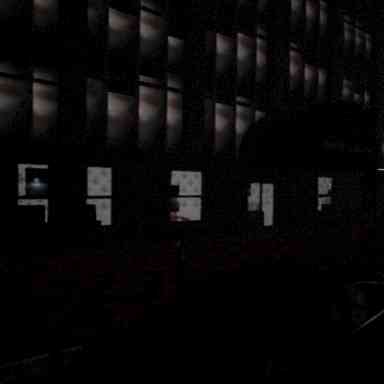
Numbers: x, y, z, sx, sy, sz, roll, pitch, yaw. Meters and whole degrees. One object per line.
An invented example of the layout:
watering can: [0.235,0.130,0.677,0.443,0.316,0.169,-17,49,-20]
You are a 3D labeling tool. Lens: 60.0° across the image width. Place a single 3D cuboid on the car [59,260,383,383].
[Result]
car: [0.884,1.529,3.566,4.313,1.339,1.947,1,0,-34]
